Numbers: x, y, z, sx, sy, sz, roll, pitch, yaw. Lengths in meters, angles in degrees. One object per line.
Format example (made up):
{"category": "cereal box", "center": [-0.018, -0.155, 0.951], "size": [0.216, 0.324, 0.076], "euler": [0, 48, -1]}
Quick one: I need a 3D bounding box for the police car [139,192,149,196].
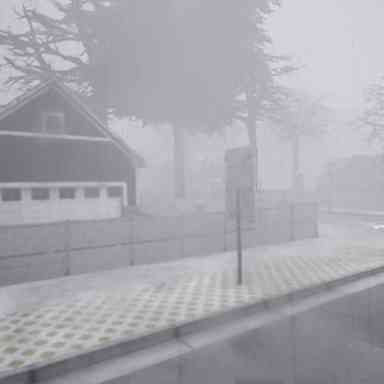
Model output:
{"category": "police car", "center": [-6.869, 0.769, 43.135], "size": [2.038, 1.542, 4.974], "euler": [-2, 2, -35]}
